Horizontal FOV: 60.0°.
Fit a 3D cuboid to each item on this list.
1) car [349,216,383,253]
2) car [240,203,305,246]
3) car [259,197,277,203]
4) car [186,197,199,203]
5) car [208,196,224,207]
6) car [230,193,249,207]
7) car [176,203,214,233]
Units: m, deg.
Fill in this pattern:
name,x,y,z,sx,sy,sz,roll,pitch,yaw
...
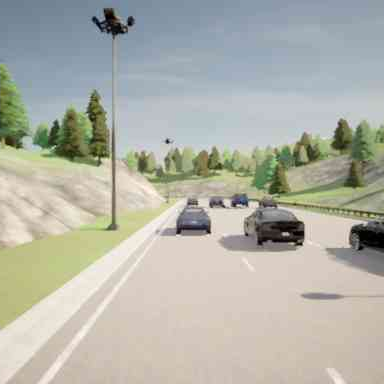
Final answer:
name,x,y,z,sx,sy,sz,roll,pitch,yaw
car,7.099,1.483,11.164,2.128,1.511,4.902,0,0,0
car,3.596,1.475,15.266,1.882,1.535,5.008,0,0,0
car,10.584,1.482,46.571,2.128,1.511,4.902,0,0,0
car,0.081,1.497,54.012,2.128,1.511,4.902,0,0,0
car,3.582,1.354,49.642,2.097,1.767,4.553,0,0,0
car,7.083,1.217,49.750,2.150,2.045,5.566,0,0,0
car,0.093,1.566,19.615,1.994,1.385,4.181,0,0,0
